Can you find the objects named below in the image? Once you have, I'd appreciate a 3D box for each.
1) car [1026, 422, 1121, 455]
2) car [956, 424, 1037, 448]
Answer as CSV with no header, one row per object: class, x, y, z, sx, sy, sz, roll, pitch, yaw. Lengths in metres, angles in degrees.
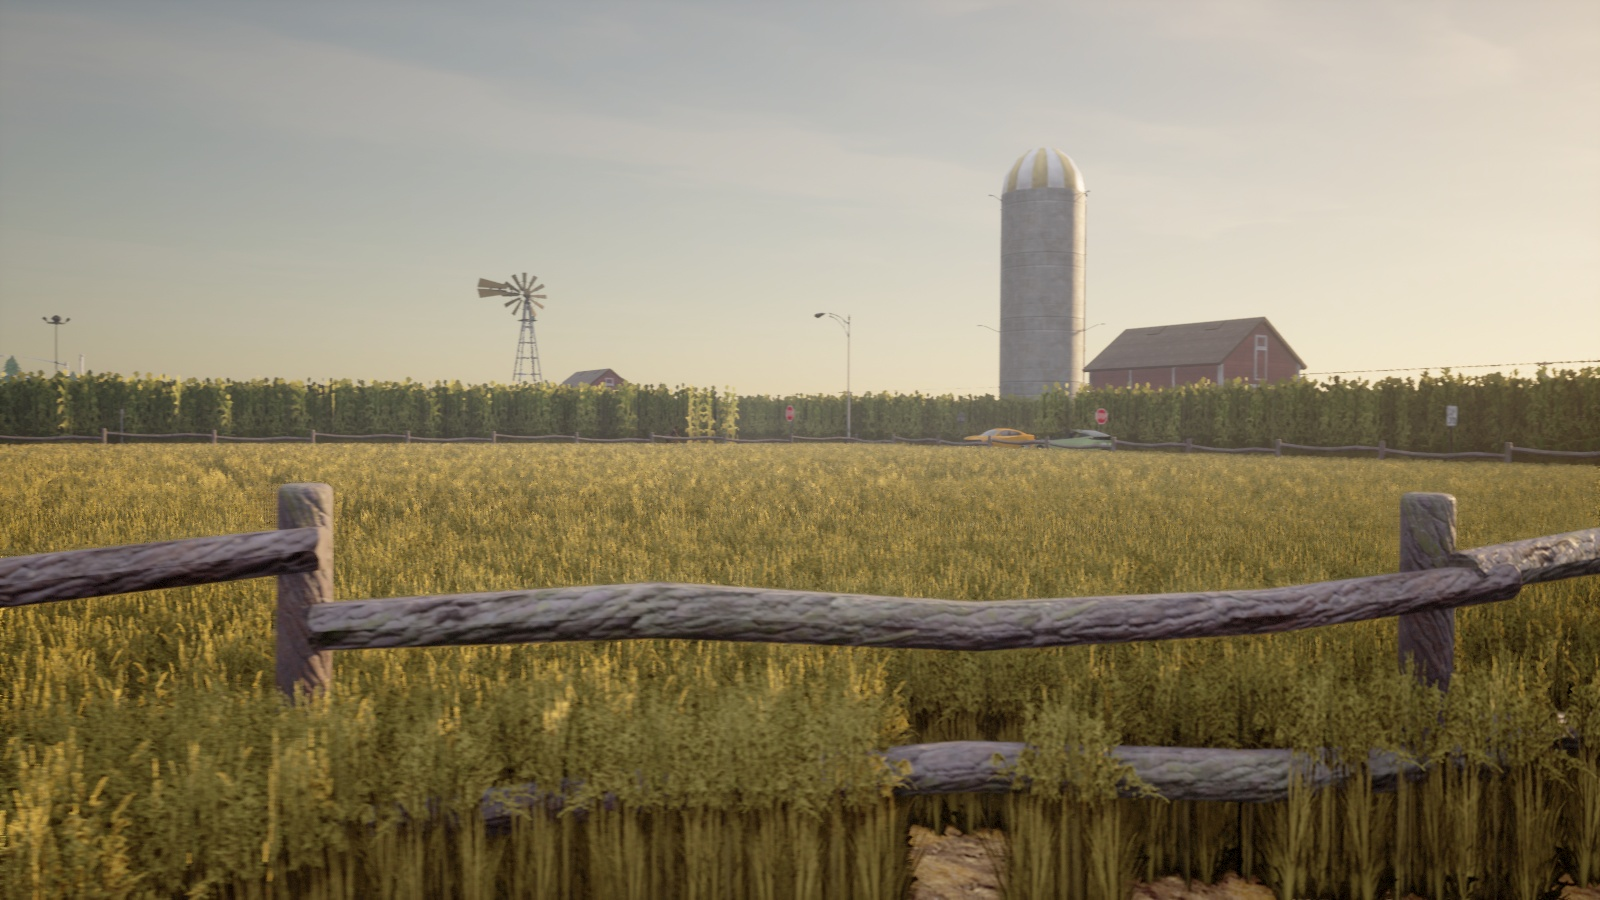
car,13.307,-0.579,61.356,2.007,1.525,4.514,-1,2,-29
car,12.643,-0.909,80.661,5.008,1.535,1.882,-1,1,-29
